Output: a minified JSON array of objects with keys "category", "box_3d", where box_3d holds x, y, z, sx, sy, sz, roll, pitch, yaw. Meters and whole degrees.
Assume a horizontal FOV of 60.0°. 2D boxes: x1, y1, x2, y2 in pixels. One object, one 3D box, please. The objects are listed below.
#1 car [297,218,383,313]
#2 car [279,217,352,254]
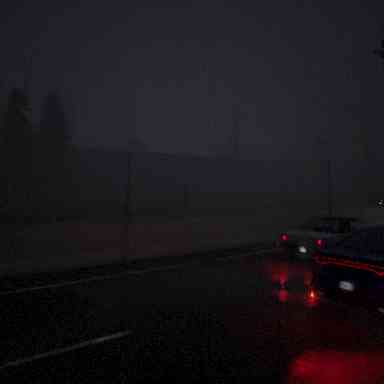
[{"category":"car","box_3d":[4.673,1.434,7.126,5.008,1.535,1.882,-1,0,-35]},{"category":"car","box_3d":[5.345,1.540,11.882,4.718,1.301,1.895,0,0,-35]}]
